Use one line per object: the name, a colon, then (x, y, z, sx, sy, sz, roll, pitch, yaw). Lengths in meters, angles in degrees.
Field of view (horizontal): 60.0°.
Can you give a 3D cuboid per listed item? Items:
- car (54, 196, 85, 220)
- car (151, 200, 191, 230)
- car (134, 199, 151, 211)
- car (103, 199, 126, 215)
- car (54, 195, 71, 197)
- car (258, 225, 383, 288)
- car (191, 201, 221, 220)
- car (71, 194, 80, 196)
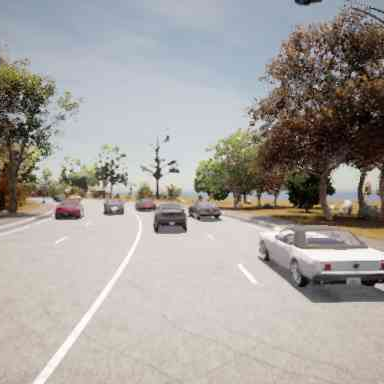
car: (-9.999, 1.392, 27.441, 1.882, 1.535, 5.008, 0, 0, -13)
car: (-1.414, 1.439, 20.419, 1.837, 1.490, 4.892, 0, 0, -8)
car: (-5.419, 1.443, 38.185, 1.994, 1.385, 4.181, 0, 0, -17)
car: (-7.492, 1.390, 31.995, 2.128, 1.511, 4.902, 0, 0, -14)
car: (-25.838, 1.253, 65.186, 2.128, 1.511, 4.902, 0, 0, -33)
car: (3.256, 1.566, 9.164, 1.895, 1.301, 4.718, 0, 0, -3)
car: (0.930, 1.458, 27.632, 2.033, 1.411, 5.357, 0, 0, -12)
car: (-24.242, 1.224, 69.090, 1.882, 1.535, 5.008, 0, 0, -33)
